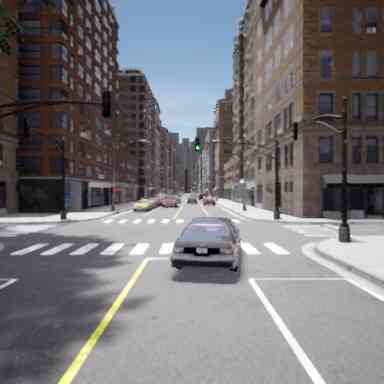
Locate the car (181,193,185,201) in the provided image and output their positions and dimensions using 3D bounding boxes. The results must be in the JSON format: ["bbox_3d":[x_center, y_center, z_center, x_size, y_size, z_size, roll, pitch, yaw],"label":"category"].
[{"bbox_3d":[-3.015,1.450,64.330,2.128,1.511,4.902,0,0,1],"label":"car"}]

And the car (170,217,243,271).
[{"bbox_3d":[0.643,1.538,10.914,2.033,1.411,5.357,0,0,9],"label":"car"}]

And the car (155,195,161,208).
[{"bbox_3d":[-5.666,1.510,43.925,2.008,1.369,4.403,0,0,0],"label":"car"}]

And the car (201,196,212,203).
[{"bbox_3d":[2.860,1.505,65.760,2.008,1.369,4.403,0,0,0],"label":"car"}]

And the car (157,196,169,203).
[{"bbox_3d":[-5.665,1.505,65.729,2.008,1.369,4.403,0,0,0],"label":"car"}]

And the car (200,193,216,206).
[{"bbox_3d":[2.859,1.395,54.863,1.967,1.590,4.097,0,0,0],"label":"car"}]

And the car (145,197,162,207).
[{"bbox_3d":[-5.666,1.502,49.377,1.887,1.381,4.507,0,0,0],"label":"car"}]

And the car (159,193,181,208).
[{"bbox_3d":[-3.083,1.310,46.869,2.097,1.767,4.553,0,0,0],"label":"car"}]

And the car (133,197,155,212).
[{"bbox_3d":[-5.667,1.489,38.305,1.752,1.417,4.829,0,0,0],"label":"car"}]

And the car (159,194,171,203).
[{"bbox_3d":[-5.665,1.270,71.180,2.192,1.841,5.009,0,0,0],"label":"car"}]

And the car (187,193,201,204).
[{"bbox_3d":[0.056,1.446,62.709,2.128,1.511,4.902,0,0,0],"label":"car"}]

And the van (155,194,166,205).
[{"bbox_3d":[-5.666,1.296,60.278,1.690,1.788,3.998,0,0,0],"label":"van"}]
